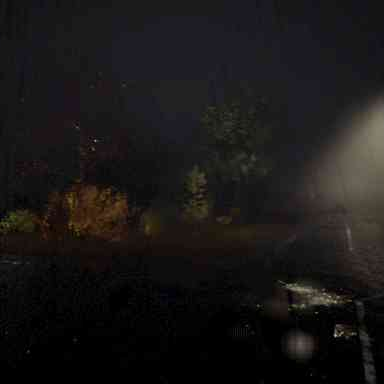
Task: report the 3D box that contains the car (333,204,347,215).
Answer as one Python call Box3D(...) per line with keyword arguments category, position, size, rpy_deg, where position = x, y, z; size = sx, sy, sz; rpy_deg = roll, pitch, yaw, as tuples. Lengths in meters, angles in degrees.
Box3D(category="car", position=(29.625, 3.379, 66.405), size=(2.150, 2.045, 5.566), rpy_deg=(-4, -3, 30))
